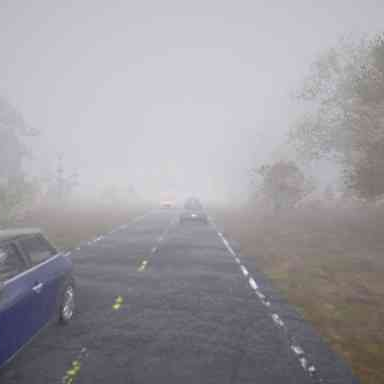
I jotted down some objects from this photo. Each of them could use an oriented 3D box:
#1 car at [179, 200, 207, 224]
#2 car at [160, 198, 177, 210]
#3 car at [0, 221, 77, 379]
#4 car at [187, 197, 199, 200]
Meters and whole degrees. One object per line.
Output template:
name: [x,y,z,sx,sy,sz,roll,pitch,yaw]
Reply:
car: [0.099,1.573,24.825,1.994,1.385,4.181,0,0,0]
car: [-3.090,1.494,44.293,1.882,1.535,5.008,0,0,0]
car: [-3.100,1.354,4.011,2.097,1.767,4.553,0,0,0]
car: [0.099,1.368,42.405,2.097,1.767,4.553,0,0,0]
